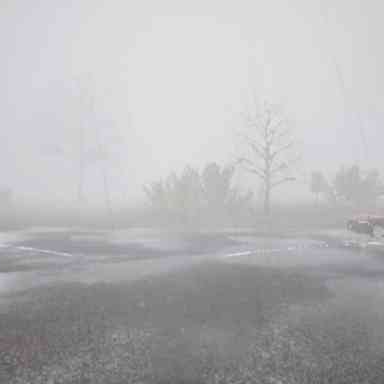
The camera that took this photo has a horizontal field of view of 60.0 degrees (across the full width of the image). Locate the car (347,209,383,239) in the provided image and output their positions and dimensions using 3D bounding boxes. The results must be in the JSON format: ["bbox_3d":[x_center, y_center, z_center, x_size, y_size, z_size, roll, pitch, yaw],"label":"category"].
[{"bbox_3d":[10.369,1.443,16.512,5.008,1.535,1.882,0,0,0],"label":"car"}]
